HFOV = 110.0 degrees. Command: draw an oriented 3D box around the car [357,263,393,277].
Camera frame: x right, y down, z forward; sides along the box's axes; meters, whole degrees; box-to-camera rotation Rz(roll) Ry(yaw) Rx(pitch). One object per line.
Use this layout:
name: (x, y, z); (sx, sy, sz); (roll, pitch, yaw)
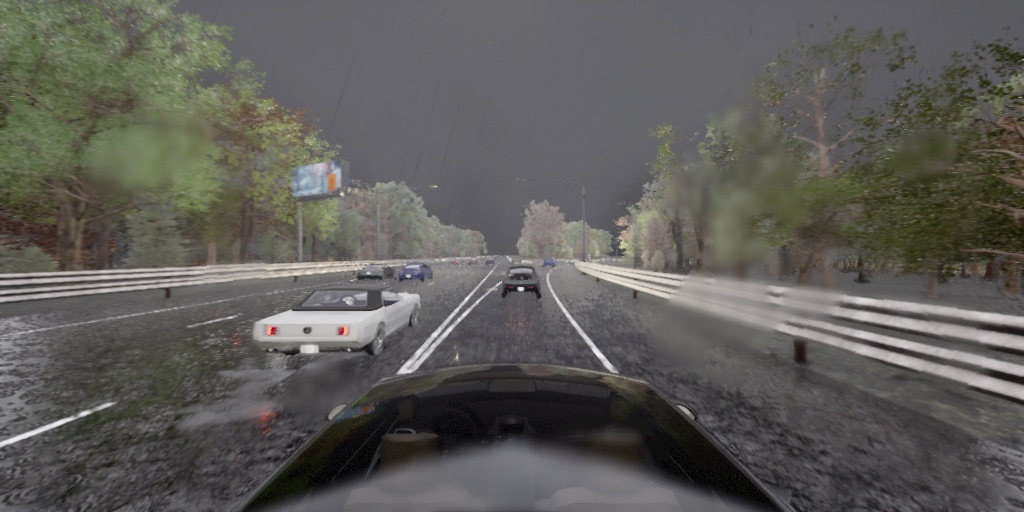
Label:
car: (-10.953, 1.268, 29.293); (1.994, 1.385, 4.181); (0, 0, -1)

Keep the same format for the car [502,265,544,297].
car: (0.532, 1.250, 18.690); (1.837, 1.490, 4.892); (0, 0, 3)

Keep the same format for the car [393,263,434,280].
car: (-7.424, 1.242, 27.837); (1.812, 1.442, 4.674); (0, 0, -1)

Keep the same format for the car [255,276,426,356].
car: (-3.583, 1.337, 8.505); (1.895, 1.301, 4.718); (0, 0, -1)
